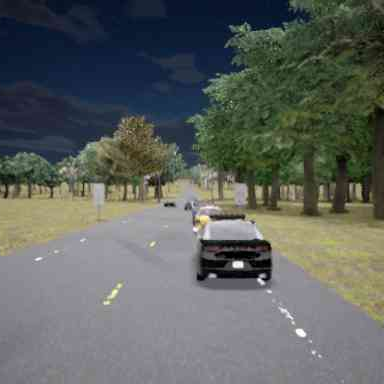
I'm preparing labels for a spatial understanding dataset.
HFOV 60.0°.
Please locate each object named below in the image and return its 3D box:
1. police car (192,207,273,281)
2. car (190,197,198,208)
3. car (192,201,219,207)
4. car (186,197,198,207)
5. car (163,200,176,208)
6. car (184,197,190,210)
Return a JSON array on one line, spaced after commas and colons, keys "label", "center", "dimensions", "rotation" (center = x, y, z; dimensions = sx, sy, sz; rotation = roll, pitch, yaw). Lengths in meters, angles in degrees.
[{"label": "police car", "center": [1.052, 1.463, 10.154], "dimensions": [1.930, 1.638, 5.238], "rotation": [0, 0, 0]}, {"label": "car", "center": [1.055, 1.459, 26.023], "dimensions": [2.097, 1.767, 4.553], "rotation": [0, 0, 0]}, {"label": "car", "center": [1.056, 1.536, 20.238], "dimensions": [1.801, 1.575, 5.366], "rotation": [0, 0, 0]}, {"label": "car", "center": [0.019, 1.703, 59.566], "dimensions": [2.097, 1.767, 4.553], "rotation": [0, -1, 0]}, {"label": "car", "center": [-3.551, 1.899, 53.919], "dimensions": [1.895, 1.301, 4.718], "rotation": [0, -1, 0]}, {"label": "car", "center": [0.036, 1.585, 46.269], "dimensions": [2.097, 1.767, 4.553], "rotation": [0, -1, 0]}]
